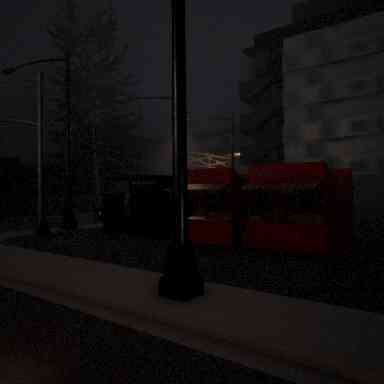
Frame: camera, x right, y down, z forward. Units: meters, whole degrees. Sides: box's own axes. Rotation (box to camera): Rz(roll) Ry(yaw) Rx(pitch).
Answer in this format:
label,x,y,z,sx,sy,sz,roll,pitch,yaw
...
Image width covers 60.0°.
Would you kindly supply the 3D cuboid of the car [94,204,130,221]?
label,x,y,z,sx,sy,sz,roll,pitch,yaw
car,-5.979,1.635,27.556,1.994,1.385,4.181,-1,-1,36
